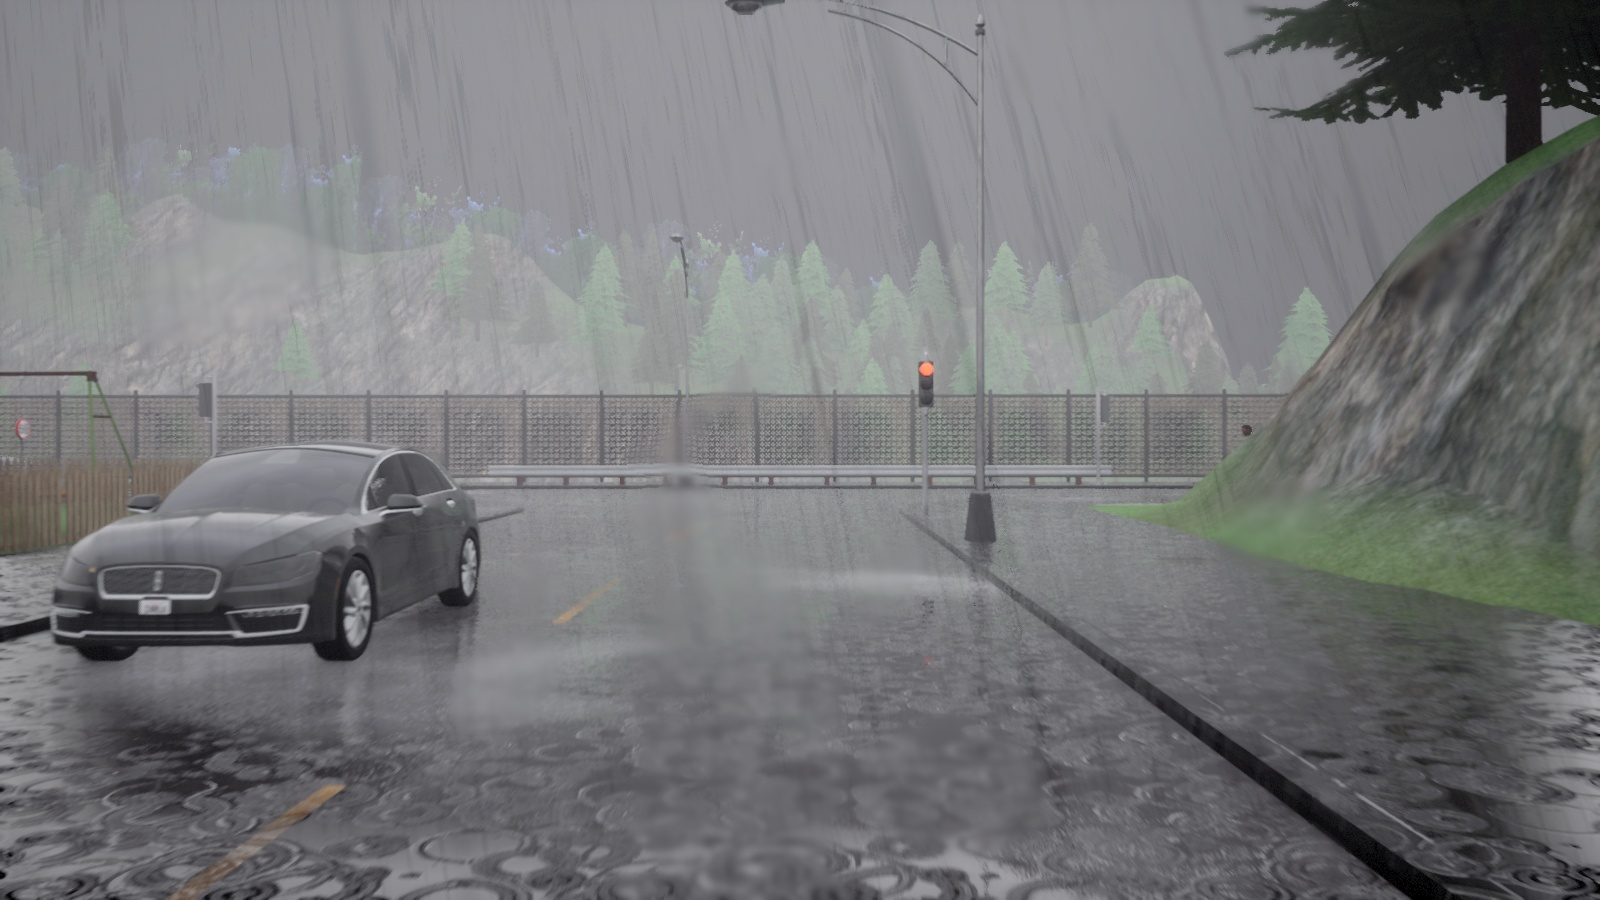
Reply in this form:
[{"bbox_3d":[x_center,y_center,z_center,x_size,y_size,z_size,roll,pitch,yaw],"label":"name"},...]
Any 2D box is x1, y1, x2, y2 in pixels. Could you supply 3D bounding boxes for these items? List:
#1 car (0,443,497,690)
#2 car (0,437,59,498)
[{"bbox_3d":[-3.938,0.692,10.033,1.837,1.490,4.892,0,0,0],"label":"car"},{"bbox_3d":[-23.569,0.462,34.788,4.856,1.649,2.033,0,0,0],"label":"car"}]
